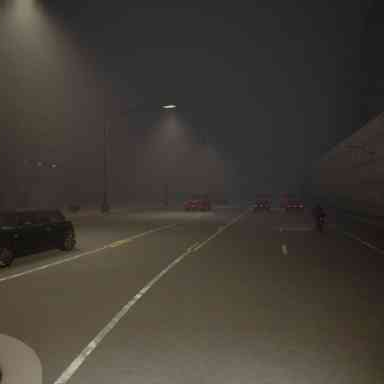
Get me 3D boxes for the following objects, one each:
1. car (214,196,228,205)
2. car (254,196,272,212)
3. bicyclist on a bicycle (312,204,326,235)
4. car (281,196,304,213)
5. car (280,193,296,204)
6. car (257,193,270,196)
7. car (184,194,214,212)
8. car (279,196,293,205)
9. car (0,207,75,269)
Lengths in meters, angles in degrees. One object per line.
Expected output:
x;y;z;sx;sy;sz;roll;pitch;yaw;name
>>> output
4.833;1.346;54.938;2.033;1.411;5.357;0;0;14;car
8.151;1.547;38.604;2.033;1.411;5.357;0;0;14;car
6.807;1.455;17.837;0.582;1.620;1.656;0;-2;-1;bicyclist on a bicycle
11.540;1.547;37.679;2.033;1.411;5.357;0;0;14;car
13.961;1.221;48.051;2.150;2.045;5.566;0;0;14;car
10.561;1.221;48.880;2.150;2.045;5.566;0;0;14;car
0.764;1.221;38.650;2.150;2.045;5.566;0;0;14;car
16.416;1.491;58.118;2.128;1.511;4.902;0;0;14;car
-6.051;1.352;11.280;2.097;1.767;4.553;0;0;16;car
